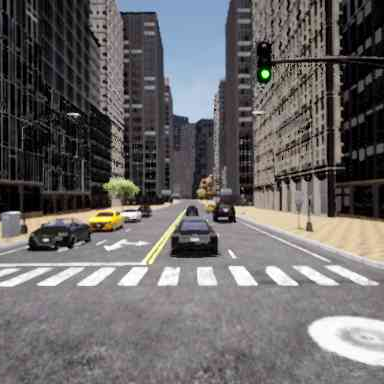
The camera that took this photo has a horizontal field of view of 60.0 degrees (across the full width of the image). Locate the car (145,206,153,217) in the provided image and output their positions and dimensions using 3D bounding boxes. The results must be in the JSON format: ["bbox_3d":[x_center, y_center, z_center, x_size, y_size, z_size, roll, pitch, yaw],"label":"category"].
[{"bbox_3d":[-6.475,2.667,45.546,1.837,1.490,4.892,-1,-1,0],"label":"car"}]

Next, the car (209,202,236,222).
[{"bbox_3d":[3.367,2.047,35.656,2.150,2.045,5.566,-1,-1,0],"label":"car"}]

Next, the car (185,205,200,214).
[{"bbox_3d":[0.027,2.670,48.168,1.837,1.490,4.892,-1,-1,0],"label":"car"}]

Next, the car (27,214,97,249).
[{"bbox_3d":[-6.585,2.021,16.975,1.994,1.385,4.181,-1,-1,0],"label":"car"}]

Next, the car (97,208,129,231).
[{"bbox_3d":[-6.572,2.156,25.904,1.882,1.535,5.008,-1,-1,0],"label":"car"}]

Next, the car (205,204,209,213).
[{"bbox_3d":[3.374,2.910,60.475,1.882,1.535,5.008,-1,-2,0],"label":"car"}]

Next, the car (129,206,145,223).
[{"bbox_3d":[-6.511,2.437,35.348,1.812,1.442,4.674,-1,-1,1],"label":"car"}]

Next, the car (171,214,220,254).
[{"bbox_3d":[0.105,1.915,15.226,1.994,1.385,4.181,-1,-1,0],"label":"car"}]
